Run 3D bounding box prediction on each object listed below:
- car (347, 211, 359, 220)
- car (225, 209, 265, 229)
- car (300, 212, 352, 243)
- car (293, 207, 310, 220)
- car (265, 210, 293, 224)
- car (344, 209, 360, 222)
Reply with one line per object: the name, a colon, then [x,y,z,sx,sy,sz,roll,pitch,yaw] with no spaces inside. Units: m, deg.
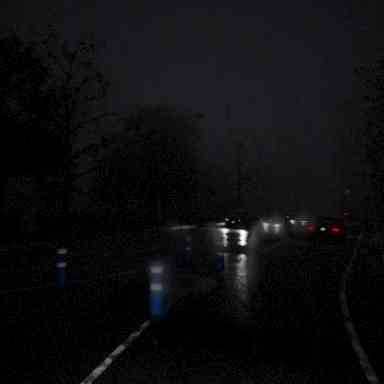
car: [30.686,4.360,63.196,1.882,1.535,5.008,1,-2,27]
car: [4.366,2.236,28.111,1.837,1.490,4.892,1,-2,28]
car: [8.204,2.152,20.033,2.033,1.411,5.357,1,-2,28]
car: [17.056,3.362,52.048,2.150,2.045,5.566,1,-3,28]
car: [9.748,2.868,38.220,2.033,1.411,5.357,1,-3,28]
car: [25.902,3.767,53.876,2.150,2.045,5.566,1,-2,27]
